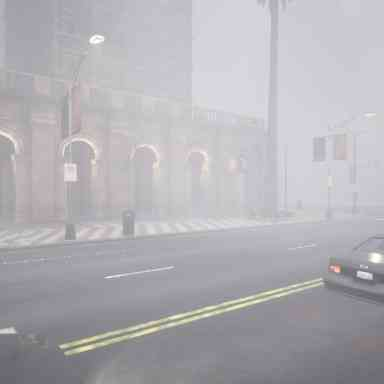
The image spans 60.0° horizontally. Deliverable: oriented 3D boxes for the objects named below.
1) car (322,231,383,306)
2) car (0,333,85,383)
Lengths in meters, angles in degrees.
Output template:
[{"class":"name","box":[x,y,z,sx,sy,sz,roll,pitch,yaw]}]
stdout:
[{"class":"car","box":[5.156,1.547,7.451,5.357,1.411,2.033,0,0,-35]},{"class":"car","box":[-3.179,1.547,1.473,5.357,1.411,2.033,0,0,-36]}]
